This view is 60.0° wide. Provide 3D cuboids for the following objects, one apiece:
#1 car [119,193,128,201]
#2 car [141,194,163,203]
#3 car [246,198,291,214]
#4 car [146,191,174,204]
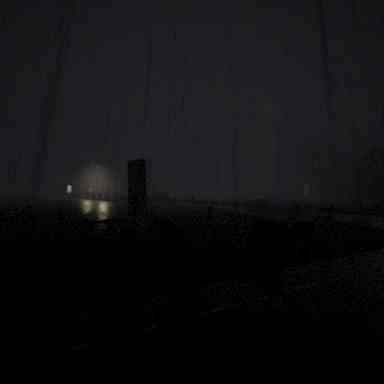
[{"bbox_3d":[-12.935,0.933,66.474,1.882,1.535,5.008,0,1,-36],"label":"car"},{"bbox_3d":[-7.098,1.080,58.425,1.812,1.442,4.674,0,1,-35],"label":"car"},{"bbox_3d":[7.586,1.340,33.049,2.128,1.511,4.902,0,1,-36],"label":"car"},{"bbox_3d":[-4.776,0.870,50.257,2.150,2.045,5.566,0,1,-36],"label":"car"}]
